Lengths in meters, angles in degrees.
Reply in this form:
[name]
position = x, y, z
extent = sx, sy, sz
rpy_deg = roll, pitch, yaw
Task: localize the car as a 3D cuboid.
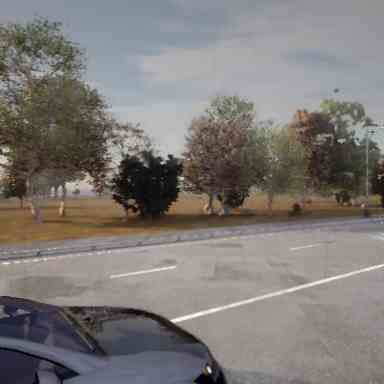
[car]
position = -1.715, 1.564, 2.520
extent = 4.181, 1.385, 1.994
rpy_deg = 0, 0, -36
